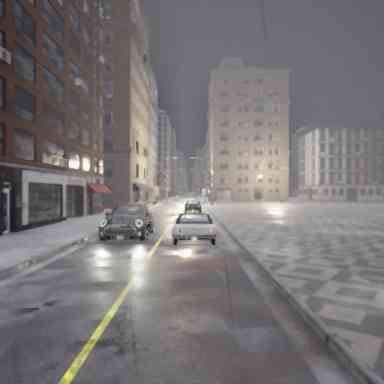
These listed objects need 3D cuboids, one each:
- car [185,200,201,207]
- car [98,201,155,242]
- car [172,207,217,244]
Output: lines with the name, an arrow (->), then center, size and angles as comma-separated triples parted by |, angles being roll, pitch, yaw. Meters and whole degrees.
car -> 0.113, 1.612, 38.458 | 1.895, 1.301, 4.718 | 0, 0, 0
car -> -3.092, 1.357, 16.443 | 2.097, 1.767, 4.553 | 0, 0, 0
car -> 0.103, 1.606, 15.682 | 1.895, 1.301, 4.718 | 0, 0, 0
